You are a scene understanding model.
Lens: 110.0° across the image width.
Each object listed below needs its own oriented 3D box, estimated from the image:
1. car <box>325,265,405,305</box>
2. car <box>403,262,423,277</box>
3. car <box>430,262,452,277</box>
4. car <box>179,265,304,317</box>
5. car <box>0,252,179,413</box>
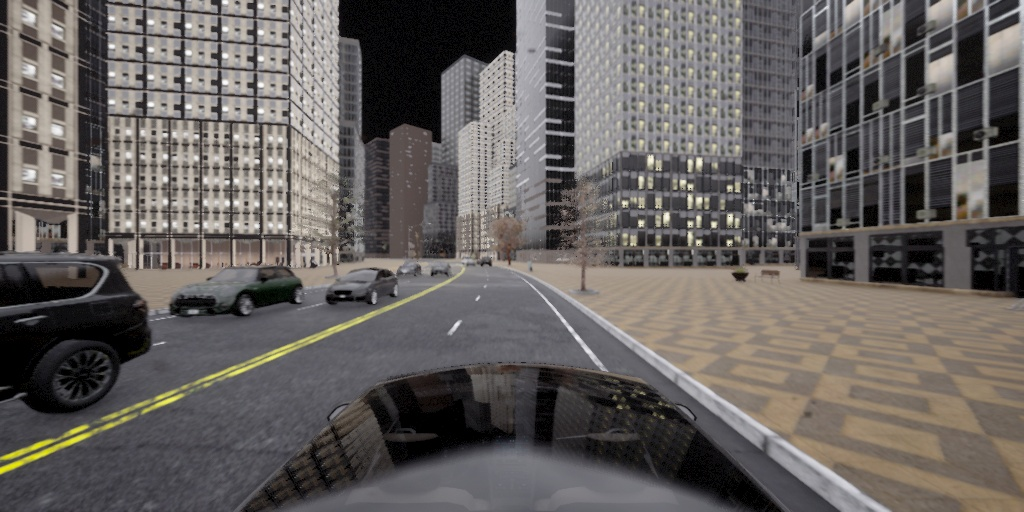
[{"bbox_3d":[-6.642,1.311,16.426,1.837,1.490,4.892,0,0,-1],"label":"car"},{"bbox_3d":[-10.682,1.374,37.806,2.128,1.511,4.902,0,0,-4],"label":"car"},{"bbox_3d":[-7.441,1.392,38.045,1.837,1.490,4.892,0,-1,-4],"label":"car"},{"bbox_3d":[-9.876,1.143,13.342,2.097,1.767,4.553,0,0,0],"label":"car"},{"bbox_3d":[-6.606,0.969,3.137,2.150,2.045,5.566,0,0,0],"label":"car"}]
